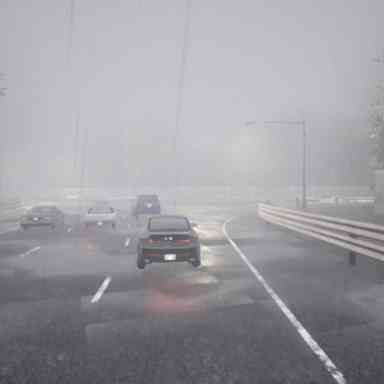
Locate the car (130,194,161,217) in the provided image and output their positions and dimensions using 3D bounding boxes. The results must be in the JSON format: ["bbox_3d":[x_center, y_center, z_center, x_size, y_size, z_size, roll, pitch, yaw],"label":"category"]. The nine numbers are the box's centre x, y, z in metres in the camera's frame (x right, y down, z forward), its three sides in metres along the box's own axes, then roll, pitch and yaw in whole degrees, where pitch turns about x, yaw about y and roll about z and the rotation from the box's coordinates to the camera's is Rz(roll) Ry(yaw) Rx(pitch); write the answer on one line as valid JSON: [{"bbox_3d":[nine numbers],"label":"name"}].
[{"bbox_3d":[-4.126,1.214,29.203,2.150,2.045,5.566,0,0,-15],"label":"car"}]

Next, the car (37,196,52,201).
[{"bbox_3d":[-36.639,1.659,82.645,4.718,1.301,1.895,0,0,43],"label":"car"}]

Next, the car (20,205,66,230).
[{"bbox_3d":[-9.341,1.563,21.188,2.033,1.411,5.357,0,0,-12],"label":"car"}]

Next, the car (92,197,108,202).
[{"bbox_3d":[-15.505,1.537,56.069,1.812,1.442,4.674,0,0,-30],"label":"car"}]

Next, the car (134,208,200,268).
[{"bbox_3d":[-0.847,1.499,11.344,1.837,1.490,4.892,0,0,-6],"label":"car"}]

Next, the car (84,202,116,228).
[{"bbox_3d":[-6.067,1.605,22.424,1.895,1.301,4.718,0,0,-12],"label":"car"}]
